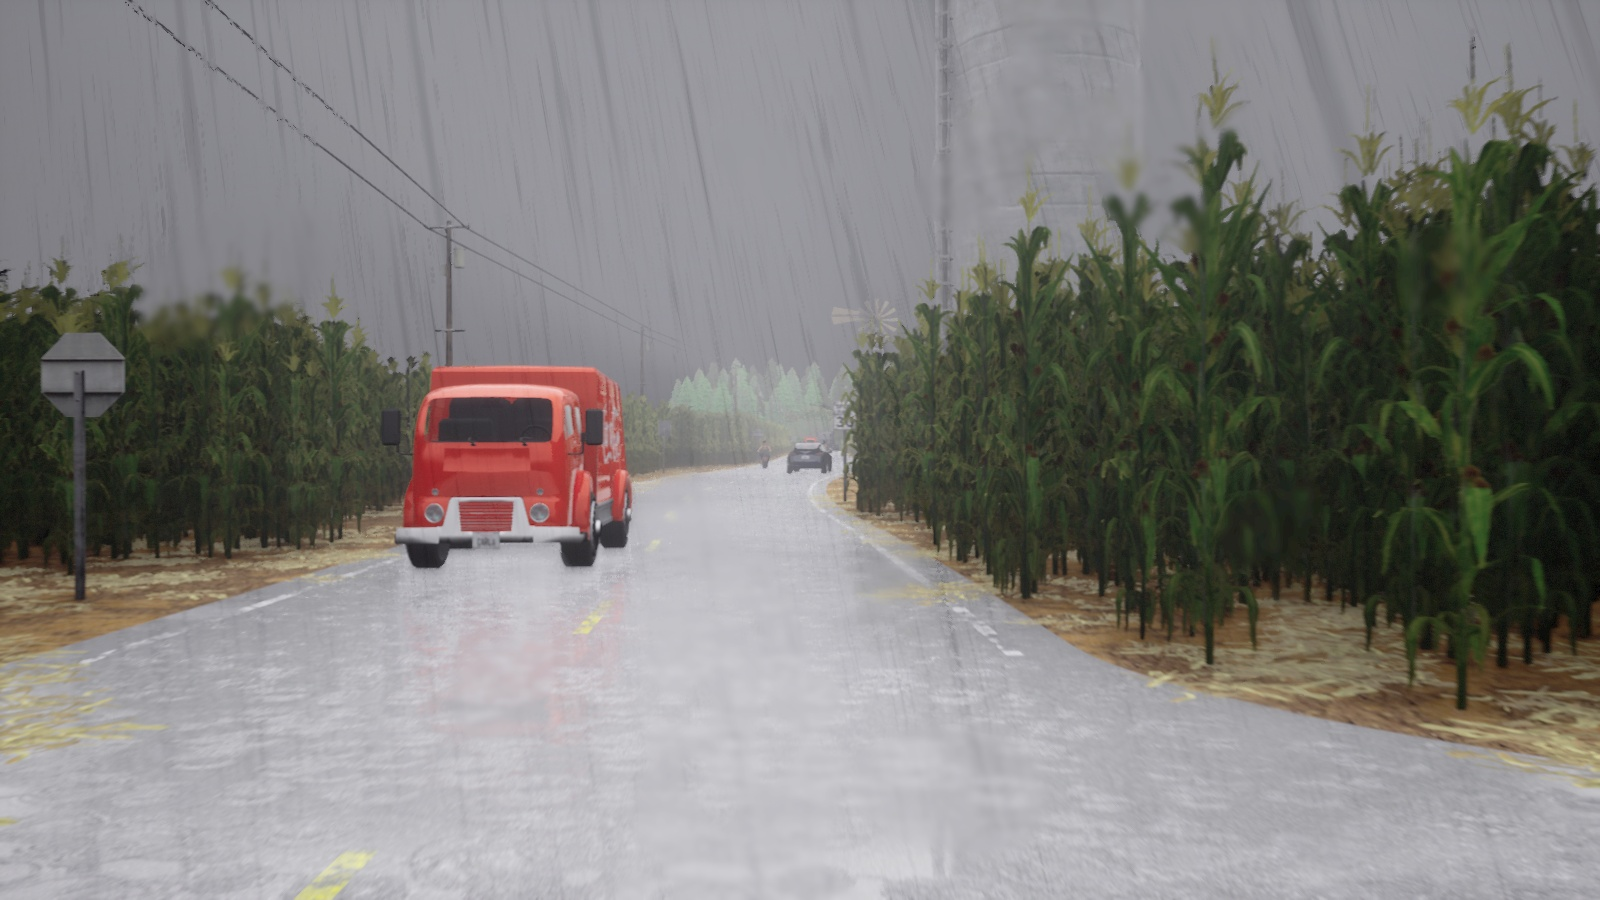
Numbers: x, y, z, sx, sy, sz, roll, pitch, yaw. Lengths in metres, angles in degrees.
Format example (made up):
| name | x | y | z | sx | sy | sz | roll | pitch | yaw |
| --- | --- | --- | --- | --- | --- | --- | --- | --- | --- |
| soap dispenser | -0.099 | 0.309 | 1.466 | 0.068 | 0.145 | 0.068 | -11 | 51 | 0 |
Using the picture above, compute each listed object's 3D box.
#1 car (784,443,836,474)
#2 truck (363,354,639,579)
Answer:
| name | x | y | z | sx | sy | sz | roll | pitch | yaw |
| --- | --- | --- | --- | --- | --- | --- | --- | --- | --- |
| car | 0.528 | 0.385 | 62.396 | 2.163 | 1.488 | 4.792 | 0 | 0 | 6 |
| truck | -3.619 | 0.162 | 16.430 | 2.627 | 2.467 | 5.204 | 0 | 0 | -3 |
